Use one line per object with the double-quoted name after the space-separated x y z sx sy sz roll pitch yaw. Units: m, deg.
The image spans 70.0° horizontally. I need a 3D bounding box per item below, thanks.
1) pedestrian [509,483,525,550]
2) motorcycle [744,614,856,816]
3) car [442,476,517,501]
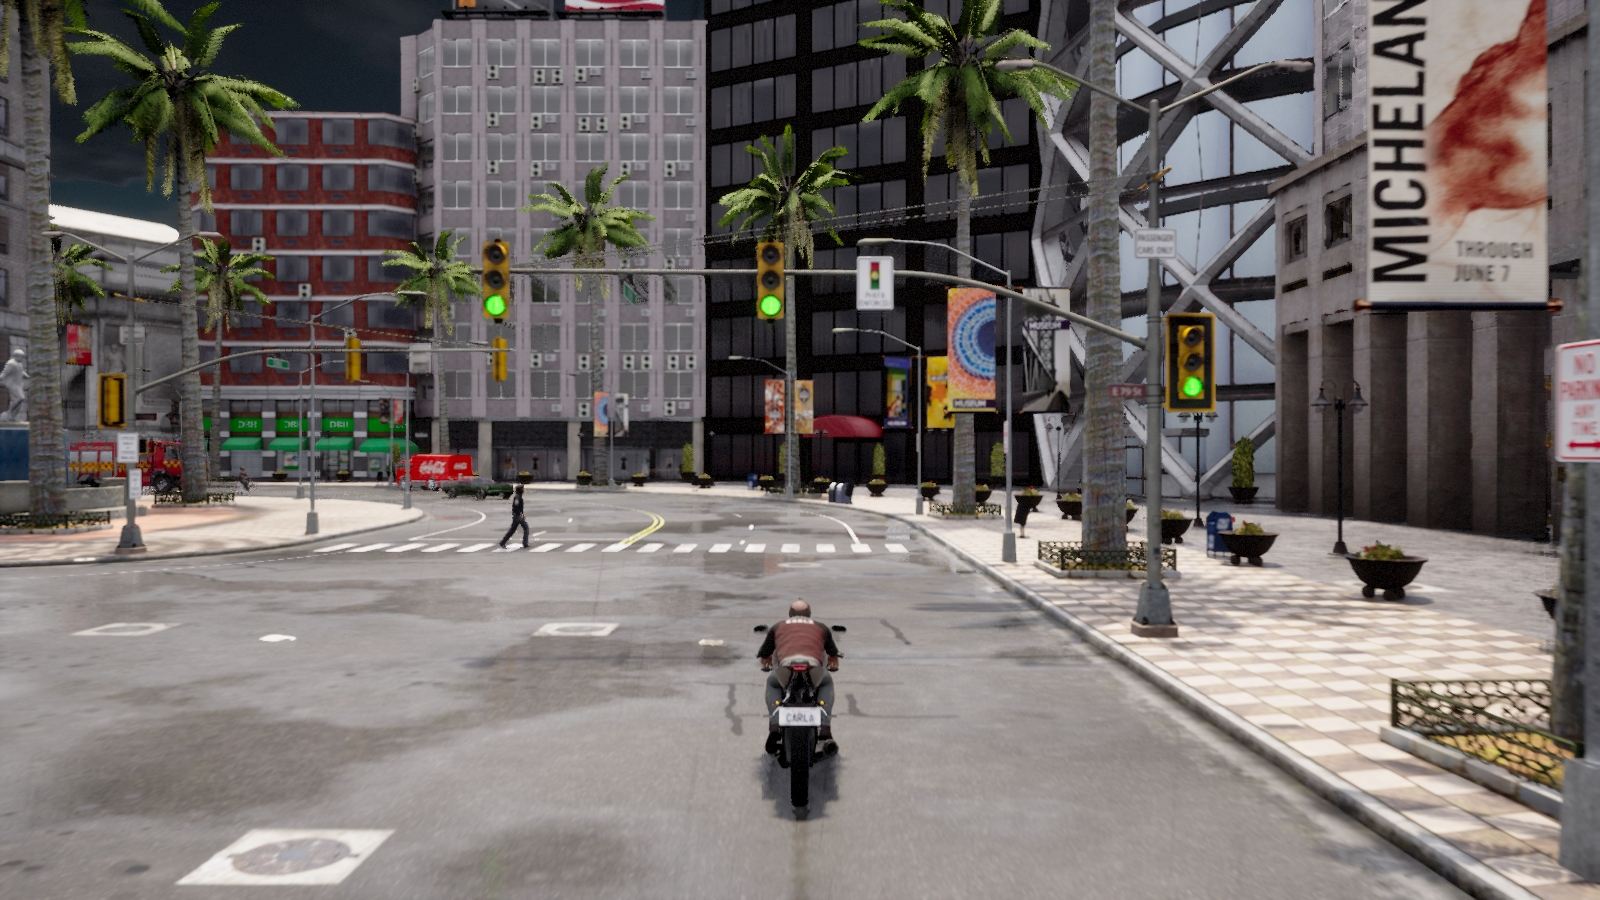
-7.946 1.849 32.055 0.375 1.860 0.375 0 0 -4 "pedestrian"
-0.001 2.205 9.934 0.867 1.251 2.209 0 0 0 "motorcycle"
-18.255 2.156 64.958 4.718 1.301 1.895 0 0 42 "car"
